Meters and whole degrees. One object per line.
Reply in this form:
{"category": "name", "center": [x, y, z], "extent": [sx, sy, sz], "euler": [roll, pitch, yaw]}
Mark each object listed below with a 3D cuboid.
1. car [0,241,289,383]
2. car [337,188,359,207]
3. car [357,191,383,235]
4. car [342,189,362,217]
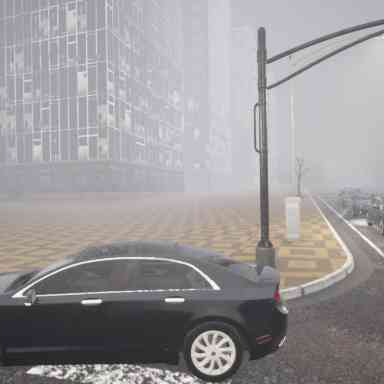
{"category": "car", "center": [-1.142, 1.505, 4.792], "extent": [4.892, 1.490, 1.837], "euler": [0, 0, 0]}
{"category": "car", "center": [12.886, 0.454, 26.854], "extent": [2.128, 1.511, 4.902], "euler": [-1, 2, 18]}
{"category": "car", "center": [8.902, 0.928, 14.476], "extent": [2.128, 1.511, 4.902], "euler": [-1, 2, 18]}
{"category": "car", "center": [10.921, 0.759, 20.780], "extent": [1.994, 1.385, 4.181], "euler": [-1, 2, 17]}
